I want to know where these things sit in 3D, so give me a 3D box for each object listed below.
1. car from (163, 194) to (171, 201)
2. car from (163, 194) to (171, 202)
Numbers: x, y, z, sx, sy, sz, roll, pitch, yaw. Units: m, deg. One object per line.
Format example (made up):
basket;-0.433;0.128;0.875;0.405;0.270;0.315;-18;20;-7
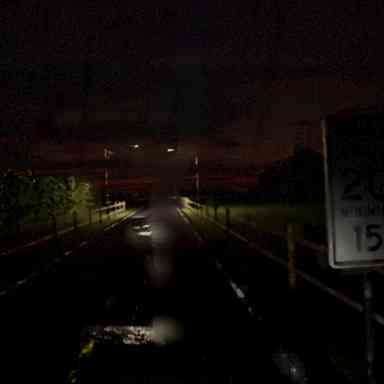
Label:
car;-6.722;1.434;88.857;2.097;1.767;4.553;-3;0;-4
car;-5.934;1.722;78.880;1.994;1.385;4.181;-3;0;-4
